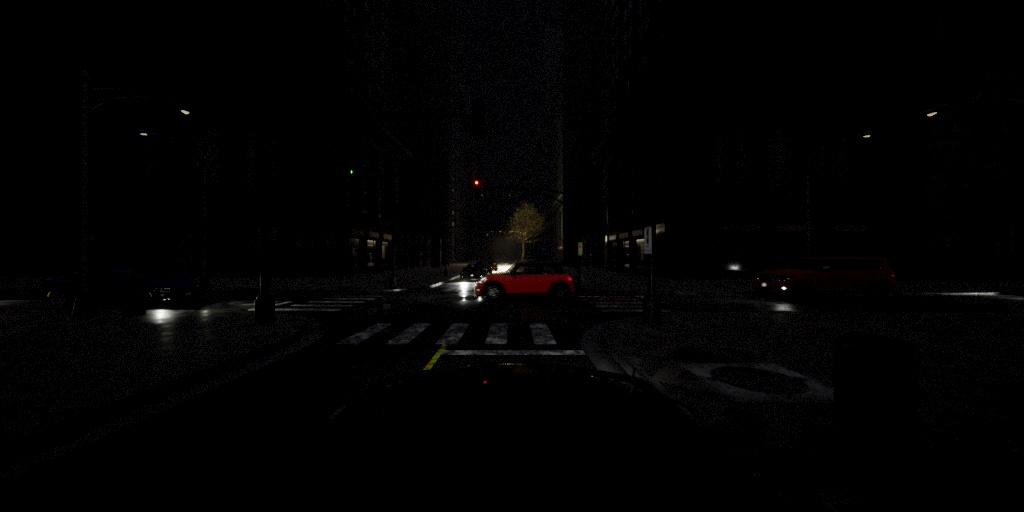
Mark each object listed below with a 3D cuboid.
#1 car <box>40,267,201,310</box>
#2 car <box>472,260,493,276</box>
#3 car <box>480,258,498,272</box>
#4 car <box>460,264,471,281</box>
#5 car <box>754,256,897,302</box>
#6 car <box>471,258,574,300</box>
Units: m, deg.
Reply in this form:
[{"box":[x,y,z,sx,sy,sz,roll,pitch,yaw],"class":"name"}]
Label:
[{"box":[-14.903,1.176,13.820,5.008,1.535,1.882,0,0,2],"class":"car"},{"box":[-3.077,1.232,38.676,1.882,1.535,5.008,0,0,0],"class":"car"},{"box":[-3.061,1.116,48.321,2.097,1.767,4.553,0,0,0],"class":"car"},{"box":[-3.082,1.314,29.605,1.994,1.385,4.181,0,0,0],"class":"car"},{"box":[14.739,1.021,17.004,5.566,2.045,2.150,0,0,0],"class":"car"},{"box":[0.564,1.103,17.016,4.553,1.767,2.097,0,0,0],"class":"car"}]
